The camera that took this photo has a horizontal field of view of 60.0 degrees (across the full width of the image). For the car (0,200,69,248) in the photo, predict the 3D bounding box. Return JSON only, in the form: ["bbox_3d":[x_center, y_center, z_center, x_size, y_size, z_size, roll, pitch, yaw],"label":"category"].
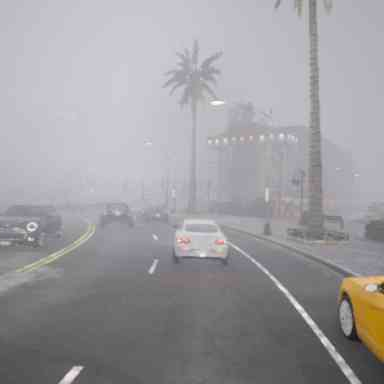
[{"bbox_3d":[-7.015,1.275,14.198,2.097,1.767,4.553,2,-1,-8],"label":"car"}]

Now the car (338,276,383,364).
[{"bbox_3d":[3.307,1.647,3.789,1.882,1.535,5.008,2,-1,5],"label":"car"}]

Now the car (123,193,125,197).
[{"bbox_3d":[-16.192,1.533,68.922,4.553,1.767,2.185,2,-1,37],"label":"car"}]

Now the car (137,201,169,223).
[{"bbox_3d":[-3.407,1.793,27.861,1.994,1.385,4.181,2,-1,-22],"label":"car"}]

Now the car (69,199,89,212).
[{"bbox_3d":[-14.079,1.573,38.582,1.895,1.301,4.718,3,-1,-40],"label":"car"}]

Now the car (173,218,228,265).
[{"bbox_3d":[0.252,1.693,12.421,1.812,1.442,4.674,2,-1,-2],"label":"car"}]

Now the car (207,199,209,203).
[{"bbox_3d":[4.041,2.431,67.975,4.674,1.452,2.002,2,-1,37],"label":"car"}]

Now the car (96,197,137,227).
[{"bbox_3d":[-5.455,1.451,23.582,2.097,1.767,4.553,2,-1,-18],"label":"car"}]

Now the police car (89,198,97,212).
[{"bbox_3d":[-11.891,1.510,41.112,1.930,1.638,5.238,3,-1,-41],"label":"police car"}]
